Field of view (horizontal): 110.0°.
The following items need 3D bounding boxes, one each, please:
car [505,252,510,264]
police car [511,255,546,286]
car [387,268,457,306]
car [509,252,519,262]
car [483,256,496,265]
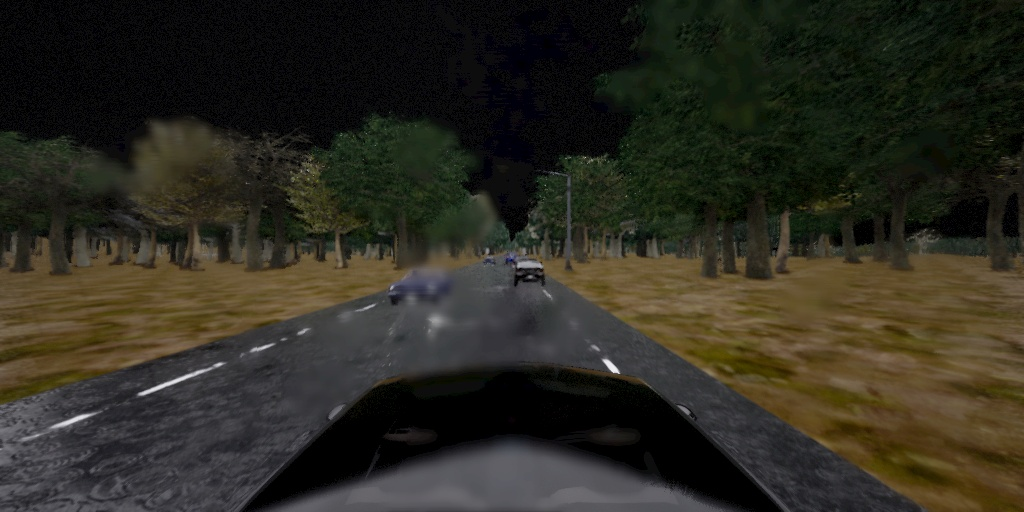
[{"bbox_3d":[-0.001,0.303,60.886,2.150,2.045,5.566,0,1,0],"label":"car"},{"bbox_3d":[1.046,0.950,23.102,1.930,1.638,5.238,0,1,0],"label":"police car"},{"bbox_3d":[-3.598,1.213,15.077,1.895,1.301,4.718,0,1,0],"label":"car"},{"bbox_3d":[1.043,0.695,38.964,2.097,1.767,4.553,0,1,0],"label":"car"},{"bbox_3d":[-3.541,0.673,57.190,2.033,1.411,5.357,0,1,1],"label":"car"}]
